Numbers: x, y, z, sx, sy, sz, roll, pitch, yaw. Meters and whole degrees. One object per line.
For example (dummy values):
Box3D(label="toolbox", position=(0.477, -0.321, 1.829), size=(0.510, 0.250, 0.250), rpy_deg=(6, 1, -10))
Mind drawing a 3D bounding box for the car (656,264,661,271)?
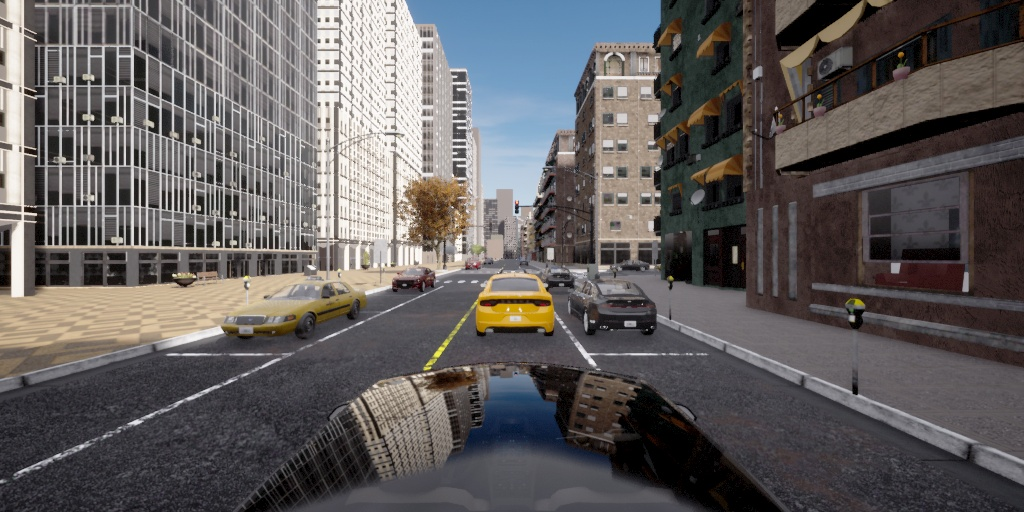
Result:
Box3D(label="car", position=(18.749, 1.012, 40.860), size=(4.829, 1.417, 1.751), rpy_deg=(0, 0, -1))

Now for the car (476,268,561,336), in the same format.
Box3D(label="car", position=(0.070, 1.230, 10.383), size=(1.882, 1.535, 5.008), rpy_deg=(0, 0, 0))

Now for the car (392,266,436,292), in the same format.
Box3D(label="car", position=(-5.733, 1.303, 21.338), size=(1.888, 1.381, 4.507), rpy_deg=(0, 0, 0))

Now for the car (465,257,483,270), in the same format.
Box3D(label="car", position=(-5.802, 1.107, 53.725), size=(2.192, 1.841, 5.009), rpy_deg=(0, 0, 0))

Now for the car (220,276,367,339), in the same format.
Box3D(label="car", position=(-5.709, 1.277, 10.103), size=(1.751, 1.417, 4.829), rpy_deg=(0, 0, 0))

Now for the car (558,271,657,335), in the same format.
Box3D(label="car", position=(2.671, 1.302, 10.290), size=(2.007, 1.370, 4.403), rpy_deg=(0, 0, 0))

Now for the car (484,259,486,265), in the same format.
Box3D(label="car", position=(-5.813, 1.366, 59.248), size=(1.948, 1.339, 4.313), rpy_deg=(0, 0, 0))

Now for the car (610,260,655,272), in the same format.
Box3D(label="car", position=(13.352, 1.115, 40.794), size=(4.403, 1.370, 2.007), rpy_deg=(0, 0, -1))

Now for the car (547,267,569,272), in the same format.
Box3D(label="car", position=(2.647, 1.308, 21.355), size=(2.007, 1.370, 4.403), rpy_deg=(0, 0, 0))
